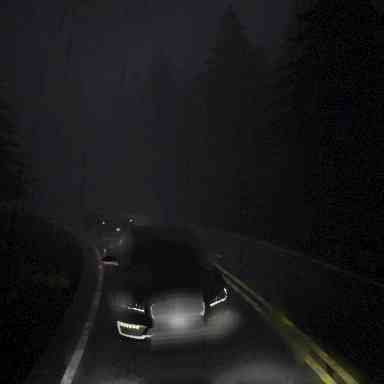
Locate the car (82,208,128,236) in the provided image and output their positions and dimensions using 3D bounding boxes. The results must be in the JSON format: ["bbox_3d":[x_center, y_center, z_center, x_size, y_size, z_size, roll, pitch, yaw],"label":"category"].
[{"bbox_3d":[-4.841,1.616,18.918,1.895,1.301,4.718,-3,1,-29],"label":"car"}]

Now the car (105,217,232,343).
[{"bbox_3d":[-0.651,1.494,6.838,1.837,1.490,4.892,-1,0,-11],"label":"car"}]
